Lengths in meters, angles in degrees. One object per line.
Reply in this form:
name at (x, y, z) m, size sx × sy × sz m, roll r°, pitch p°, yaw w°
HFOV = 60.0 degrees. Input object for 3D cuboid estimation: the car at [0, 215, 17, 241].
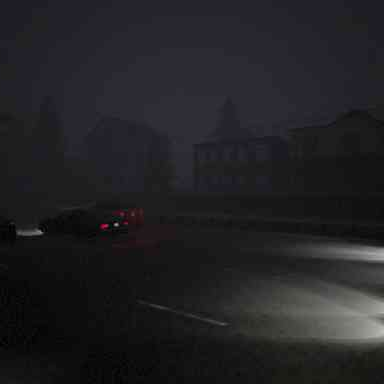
car at (-9.972, 1.537, 15.397) m, size 4.181 × 1.385 × 1.994 m, roll 0°, pitch 0°, yaw 35°

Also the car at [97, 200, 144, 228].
car at (-5.161, 1.327, 20.564) m, size 4.553 × 1.767 × 2.097 m, roll 0°, pitch 0°, yaw 35°

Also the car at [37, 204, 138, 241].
car at (-5.453, 1.526, 16.476) m, size 5.357 × 1.411 × 2.033 m, roll 0°, pitch 0°, yaw 35°
